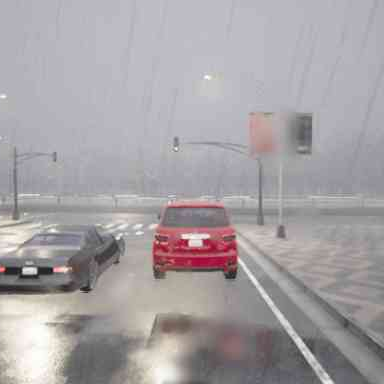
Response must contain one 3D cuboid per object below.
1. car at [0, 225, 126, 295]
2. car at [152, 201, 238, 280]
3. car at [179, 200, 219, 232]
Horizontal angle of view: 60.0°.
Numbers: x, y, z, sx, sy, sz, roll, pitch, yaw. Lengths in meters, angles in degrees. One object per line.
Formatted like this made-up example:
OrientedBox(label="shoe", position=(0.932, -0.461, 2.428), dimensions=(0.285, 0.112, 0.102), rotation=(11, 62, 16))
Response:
OrientedBox(label="car", position=(-3.169, 1.592, 8.983), dimensions=(2.033, 1.411, 5.357), rotation=(0, 0, 0))
OrientedBox(label="car", position=(0.074, 1.271, 10.259), dimensions=(2.150, 2.045, 5.566), rotation=(0, 0, 0))
OrientedBox(label="car", position=(0.586, 1.459, 22.017), dimensions=(2.097, 1.767, 4.553), rotation=(0, 0, 8))
